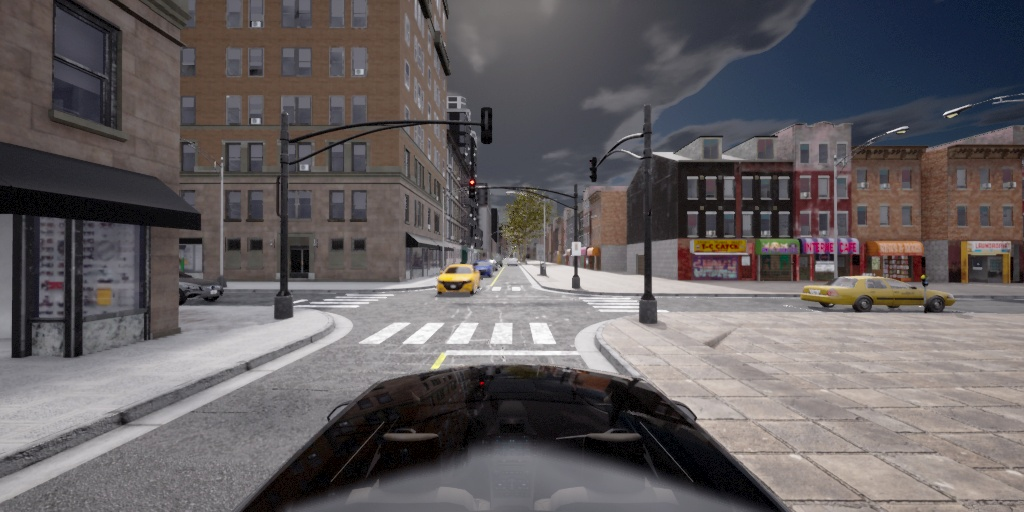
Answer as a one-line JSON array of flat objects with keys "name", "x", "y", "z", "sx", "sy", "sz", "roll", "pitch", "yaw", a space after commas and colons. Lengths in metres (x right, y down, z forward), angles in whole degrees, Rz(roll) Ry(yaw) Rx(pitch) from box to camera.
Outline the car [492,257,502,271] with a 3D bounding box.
[{"name": "car", "x": -2.854, "y": 1.220, "z": 48.097, "sx": 2.128, "sy": 1.511, "sz": 4.902, "roll": 0, "pitch": 0, "yaw": 0}]

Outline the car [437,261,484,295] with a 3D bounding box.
[{"name": "car", "x": -2.851, "y": 1.221, "z": 19.928, "sx": 1.882, "sy": 1.535, "sz": 5.008, "roll": 0, "pitch": 0, "yaw": 0}]

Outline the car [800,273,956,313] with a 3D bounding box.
[{"name": "car", "x": 13.881, "y": 1.346, "z": 13.694, "sx": 4.829, "sy": 1.417, "sz": 1.751, "roll": 0, "pitch": 0, "yaw": 0}]

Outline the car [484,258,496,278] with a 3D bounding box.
[{"name": "car", "x": -2.857, "y": 1.212, "z": 33.911, "sx": 1.882, "sy": 1.535, "sz": 5.008, "roll": 0, "pitch": 0, "yaw": 0}]

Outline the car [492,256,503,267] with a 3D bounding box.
[{"name": "car", "x": -2.767, "y": 1.029, "z": 63.917, "sx": 2.150, "sy": 2.045, "sz": 5.566, "roll": 0, "pitch": 0, "yaw": 0}]

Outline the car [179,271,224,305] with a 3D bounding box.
[{"name": "car", "x": -14.412, "y": 1.195, "z": 14.520, "sx": 4.674, "sy": 1.442, "sz": 1.812, "roll": 0, "pitch": 0, "yaw": 0}]
